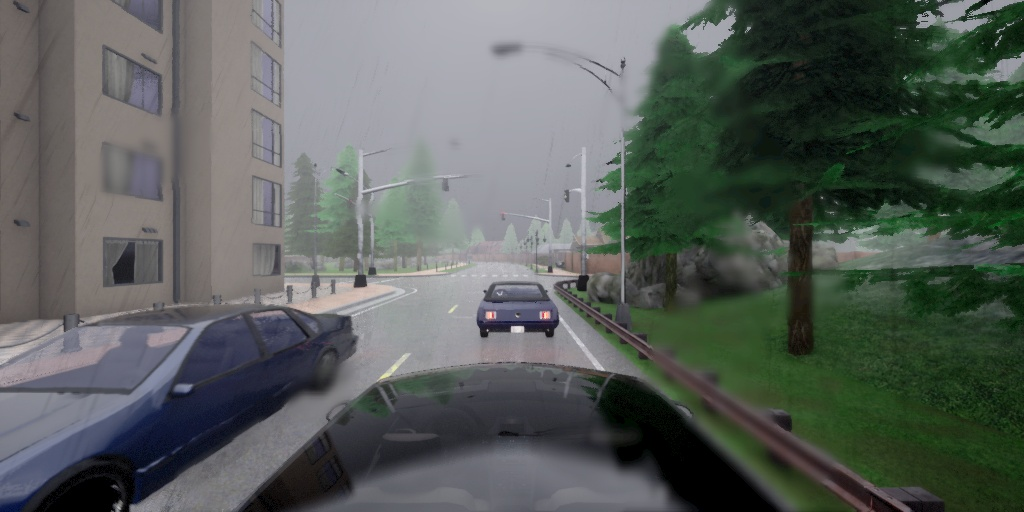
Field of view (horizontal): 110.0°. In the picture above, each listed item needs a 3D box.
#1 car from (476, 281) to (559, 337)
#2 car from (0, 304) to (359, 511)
[{"bbox_3d":[0.105,1.351,10.228,1.895,1.301,4.718,0,0,-1],"label":"car"},{"bbox_3d":[-3.571,1.298,3.895,2.033,1.411,5.357,0,0,0],"label":"car"}]
